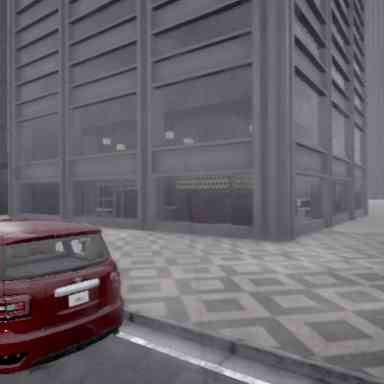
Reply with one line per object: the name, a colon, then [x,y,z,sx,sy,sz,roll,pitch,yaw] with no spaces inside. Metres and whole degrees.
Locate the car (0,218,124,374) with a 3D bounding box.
car: [-3.274,1.349,5.299,5.009,1.841,2.192,0,0,35]
